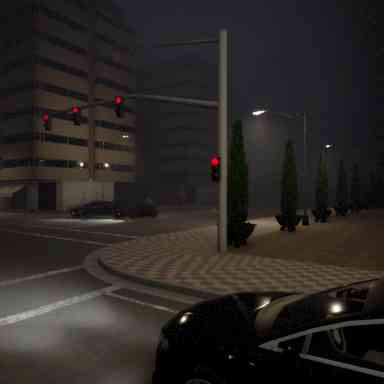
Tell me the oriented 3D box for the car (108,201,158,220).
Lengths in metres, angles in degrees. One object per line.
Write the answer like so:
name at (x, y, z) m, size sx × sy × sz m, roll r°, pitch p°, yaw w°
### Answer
car at (-4.851, 1.619, 29.072) m, size 1.994 × 1.385 × 4.181 m, roll 0°, pitch 0°, yaw 35°

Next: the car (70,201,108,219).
car at (-8.542, 1.560, 29.913) m, size 1.837 × 1.490 × 4.892 m, roll 0°, pitch 0°, yaw 35°

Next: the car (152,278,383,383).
car at (1.834, 1.492, 2.665) m, size 4.902 × 1.511 × 2.128 m, roll 0°, pitch 0°, yaw 36°
